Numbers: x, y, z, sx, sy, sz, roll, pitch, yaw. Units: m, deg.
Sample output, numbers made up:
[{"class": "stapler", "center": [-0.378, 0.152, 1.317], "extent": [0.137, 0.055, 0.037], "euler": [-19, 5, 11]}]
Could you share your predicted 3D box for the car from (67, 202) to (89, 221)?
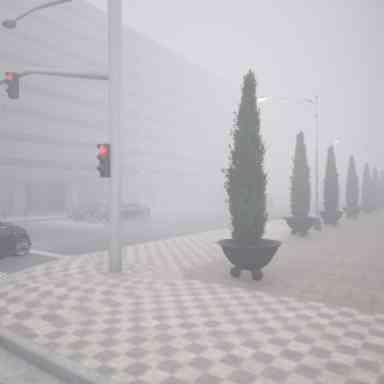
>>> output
[{"class": "car", "center": [-8.117, 1.548, 27.939], "extent": [1.837, 1.490, 4.892], "euler": [0, 0, 36]}]

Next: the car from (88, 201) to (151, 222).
[{"class": "car", "center": [-5.280, 1.533, 25.889], "extent": [1.837, 1.490, 4.892], "euler": [0, 0, 36]}]

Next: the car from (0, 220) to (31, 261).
[{"class": "car", "center": [-6.722, 1.356, 9.976], "extent": [2.097, 1.767, 4.553], "euler": [0, 0, -5]}]
